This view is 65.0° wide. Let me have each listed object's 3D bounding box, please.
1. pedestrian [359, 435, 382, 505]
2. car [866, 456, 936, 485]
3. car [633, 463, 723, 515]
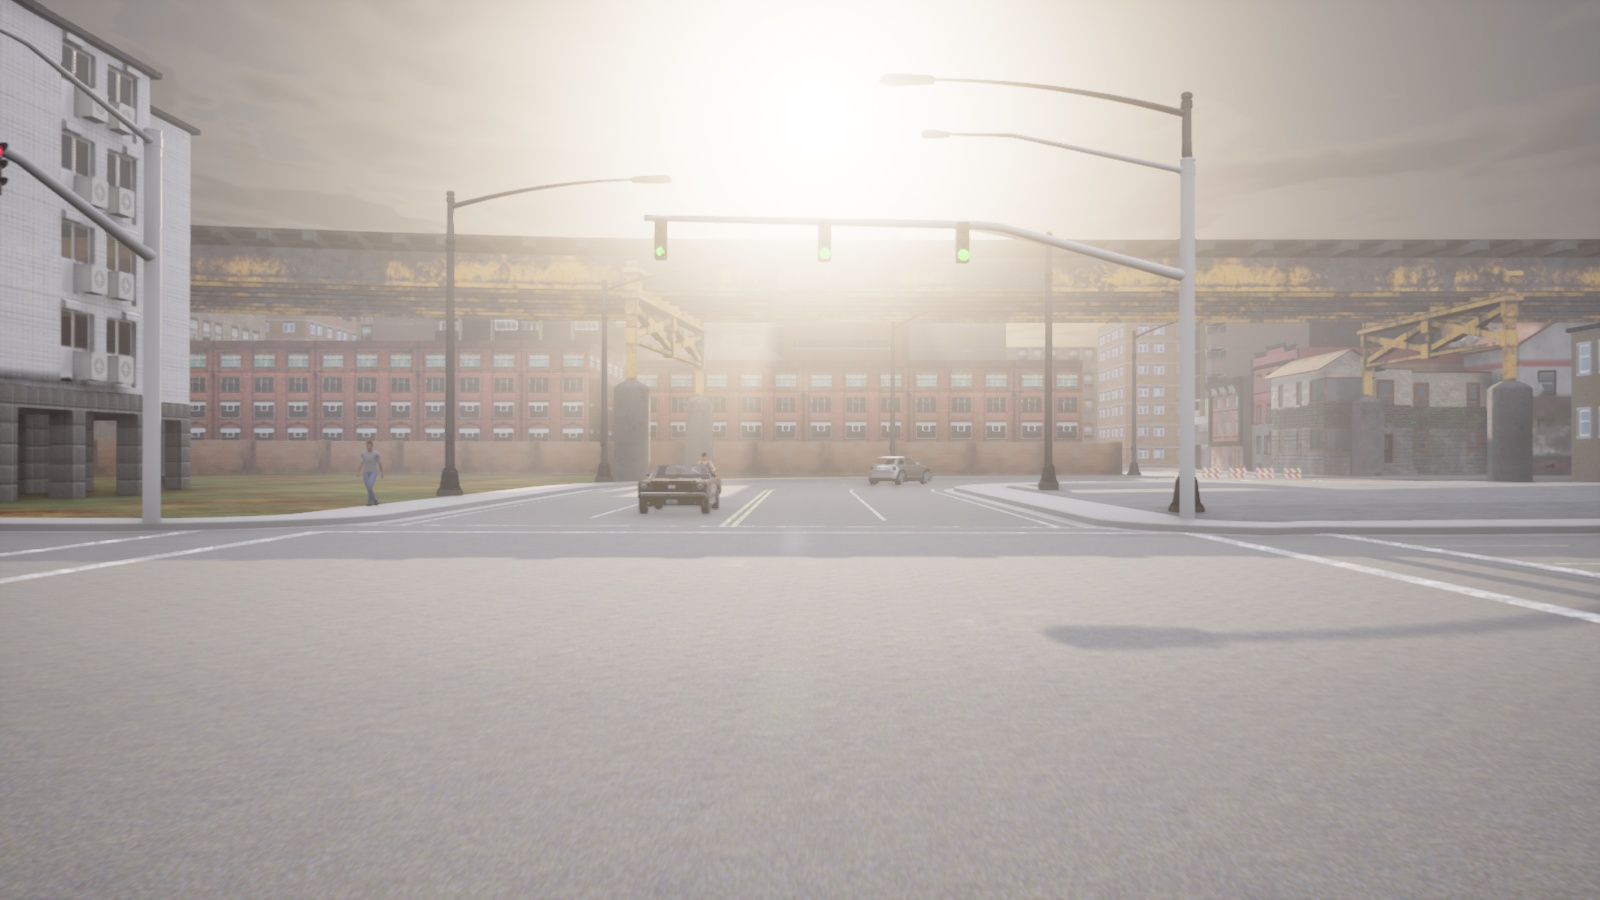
[{"bbox_3d":[-11.409,0.539,33.346,0.354,1.836,0.706,0,0,1],"label":"pedestrian"},{"bbox_3d":[5.358,1.043,66.253,1.970,1.475,3.806,0,0,36],"label":"car"},{"bbox_3d":[-3.227,1.009,34.092,1.895,1.301,4.718,0,0,1],"label":"car"}]
